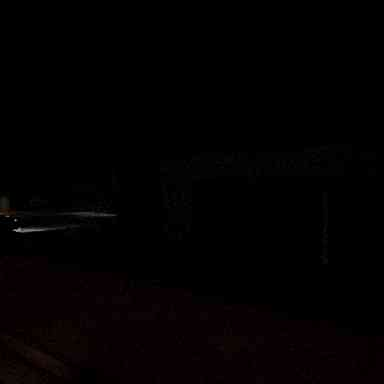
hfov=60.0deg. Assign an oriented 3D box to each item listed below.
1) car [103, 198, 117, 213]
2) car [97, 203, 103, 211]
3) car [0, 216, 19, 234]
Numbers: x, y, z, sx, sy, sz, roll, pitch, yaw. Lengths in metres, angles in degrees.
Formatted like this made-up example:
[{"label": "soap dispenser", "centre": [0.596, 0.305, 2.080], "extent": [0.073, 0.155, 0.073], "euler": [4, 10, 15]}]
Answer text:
[{"label": "car", "centre": [-6.719, 1.461, 35.815], "extent": [1.882, 1.535, 5.008], "euler": [0, 0, 36]}, {"label": "car", "centre": [-8.774, 1.472, 38.946], "extent": [2.128, 1.511, 4.902], "euler": [0, 0, 36]}, {"label": "car", "centre": [-11.345, 1.574, 17.290], "extent": [1.994, 1.385, 4.181], "euler": [0, 0, 35]}]
